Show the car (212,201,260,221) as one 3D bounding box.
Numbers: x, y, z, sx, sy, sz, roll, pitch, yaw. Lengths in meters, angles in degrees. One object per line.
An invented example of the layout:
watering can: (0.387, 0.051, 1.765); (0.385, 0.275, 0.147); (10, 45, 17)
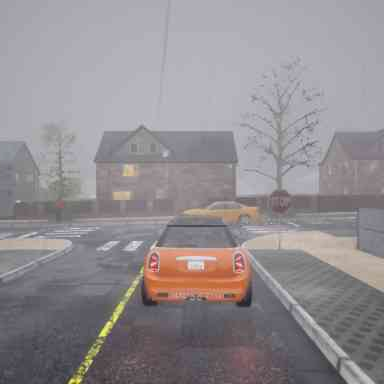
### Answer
car: (1.806, 1.363, 21.352); (5.008, 1.535, 1.882); (-1, 1, 0)

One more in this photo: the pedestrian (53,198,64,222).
pedestrian: (-9.699, 1.257, 24.218); (0.375, 1.860, 0.375); (0, 2, 0)

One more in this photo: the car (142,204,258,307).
car: (0.155, 1.351, 8.158); (2.097, 1.767, 4.553); (0, 0, 2)
